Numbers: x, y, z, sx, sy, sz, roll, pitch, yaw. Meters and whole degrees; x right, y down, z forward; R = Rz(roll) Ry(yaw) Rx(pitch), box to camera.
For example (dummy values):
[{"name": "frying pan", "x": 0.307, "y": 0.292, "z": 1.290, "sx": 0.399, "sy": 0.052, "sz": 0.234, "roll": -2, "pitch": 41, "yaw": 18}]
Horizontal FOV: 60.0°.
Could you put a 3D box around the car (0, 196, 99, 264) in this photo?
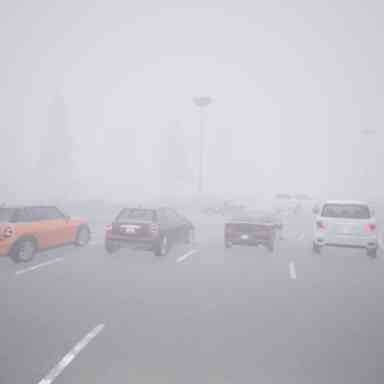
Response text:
[{"name": "car", "x": -5.414, "y": 1.169, "z": 11.462, "sx": 2.097, "sy": 1.767, "sz": 4.553, "roll": 2, "pitch": 0, "yaw": 13}]

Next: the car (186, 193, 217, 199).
[{"name": "car", "x": 2.283, "y": 1.150, "z": 48.232, "sx": 5.357, "sy": 1.411, "sz": 2.033, "roll": 1, "pitch": 1, "yaw": -38}]

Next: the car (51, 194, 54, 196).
[{"name": "car", "x": -15.652, "y": 0.877, "z": 39.363, "sx": 1.837, "sy": 1.490, "sz": 4.892, "roll": 1, "pitch": 1, "yaw": 35}]

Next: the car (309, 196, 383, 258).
[{"name": "car", "x": 6.258, "y": 1.326, "z": 13.833, "sx": 2.150, "sy": 2.045, "sz": 5.566, "roll": 1, "pitch": 1, "yaw": 22}]

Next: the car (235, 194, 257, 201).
[{"name": "car", "x": 9.991, "y": 1.037, "z": 62.163, "sx": 5.008, "sy": 1.535, "sz": 1.882, "roll": 0, "pitch": 1, "yaw": -33}]

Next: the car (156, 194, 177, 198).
[{"name": "car", "x": -4.226, "y": 1.006, "z": 52.111, "sx": 5.357, "sy": 1.411, "sz": 2.033, "roll": 1, "pitch": 1, "yaw": -40}]

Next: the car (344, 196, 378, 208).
[{"name": "car", "x": 23.329, "y": 1.342, "z": 45.785, "sx": 5.008, "sy": 1.535, "sz": 1.882, "roll": -1, "pitch": 1, "yaw": -33}]

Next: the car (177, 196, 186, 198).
[{"name": "car", "x": 0.621, "y": 0.895, "z": 51.529, "sx": 4.553, "sy": 1.767, "sz": 2.097, "roll": 0, "pitch": 1, "yaw": -37}]

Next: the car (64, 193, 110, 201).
[{"name": "car", "x": -10.373, "y": 1.060, "z": 34.392, "sx": 1.812, "sy": 1.442, "sz": 4.674, "roll": 1, "pitch": 1, "yaw": 34}]

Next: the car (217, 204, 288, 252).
[{"name": "car", "x": 2.806, "y": 1.489, "z": 14.423, "sx": 1.882, "sy": 1.535, "sz": 5.008, "roll": 1, "pitch": 0, "yaw": 21}]

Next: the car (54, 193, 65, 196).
[{"name": "car", "x": -12.681, "y": 0.981, "z": 37.541, "sx": 1.812, "sy": 1.442, "sz": 4.674, "roll": 1, "pitch": 1, "yaw": 36}]

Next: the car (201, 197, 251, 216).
[{"name": "car", "x": 2.926, "y": 1.412, "z": 29.180, "sx": 1.895, "sy": 1.301, "sz": 4.718, "roll": 1, "pitch": 1, "yaw": 38}]

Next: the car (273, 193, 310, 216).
[{"name": "car", "x": 9.937, "y": 1.109, "z": 31.739, "sx": 5.566, "sy": 2.045, "sz": 2.150, "roll": 1, "pitch": 0, "yaw": -44}]

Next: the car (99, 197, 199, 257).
[{"name": "car", "x": -1.411, "y": 1.271, "z": 12.877, "sx": 2.097, "sy": 1.767, "sz": 4.553, "roll": 2, "pitch": 0, "yaw": 17}]
